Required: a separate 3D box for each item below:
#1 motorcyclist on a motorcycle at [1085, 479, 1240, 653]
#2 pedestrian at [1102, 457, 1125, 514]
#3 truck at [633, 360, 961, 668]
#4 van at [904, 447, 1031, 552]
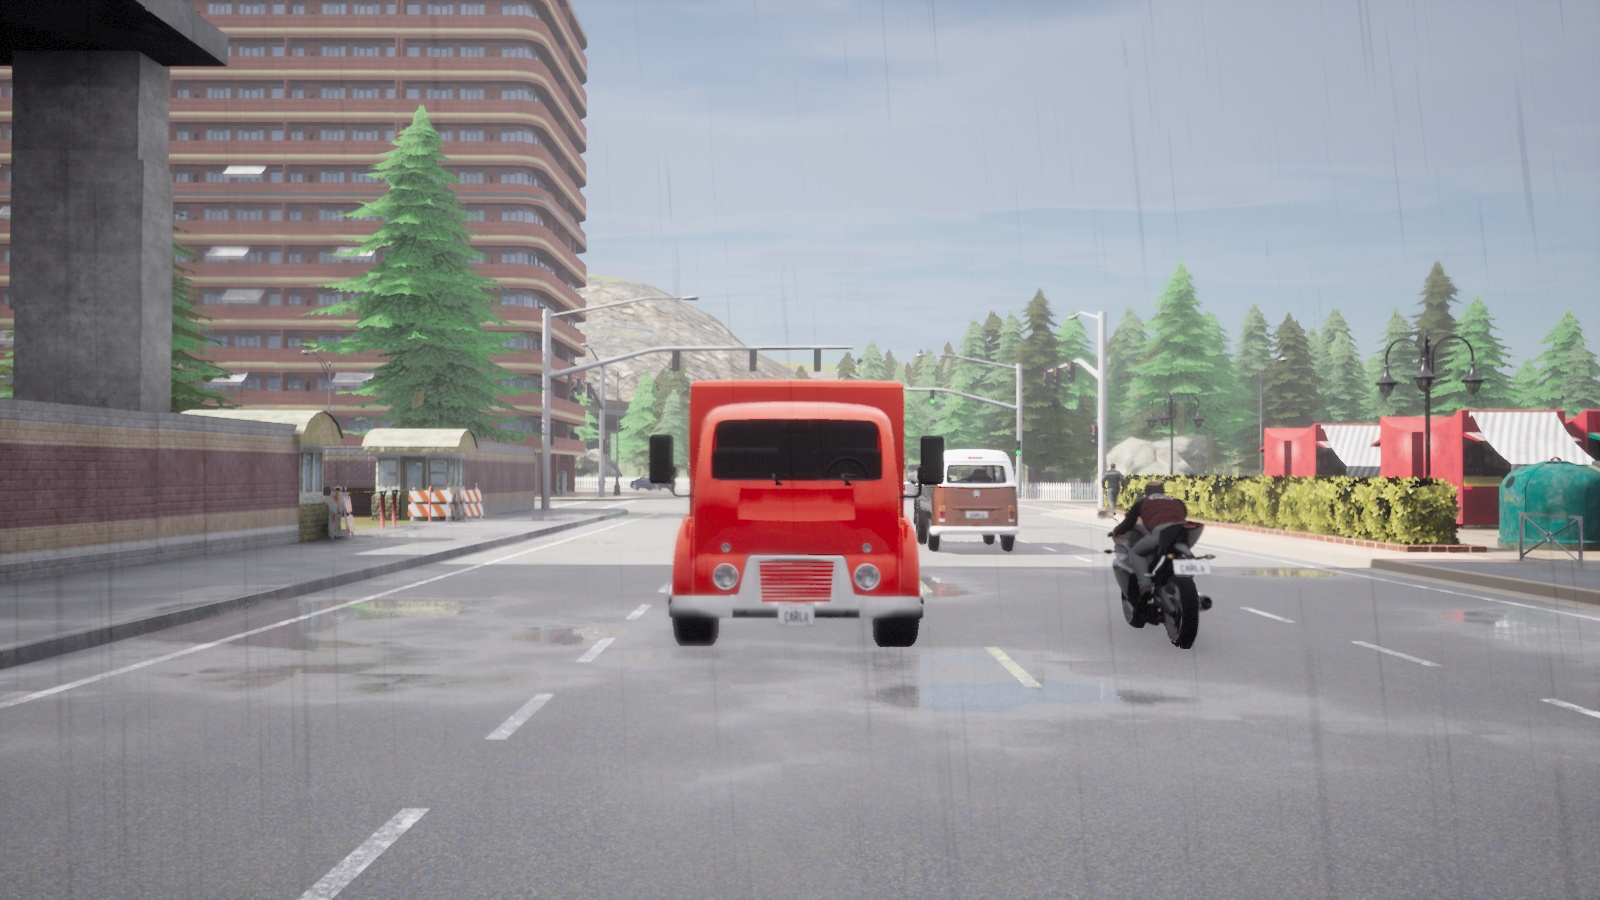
[{"bbox_3d":[3.471,1.056,12.264,0.866,1.530,2.191,0,-1,0],"label":"motorcyclist on a motorcycle"},{"bbox_3d":[10.327,1.166,41.350,0.563,1.883,0.849,0,-1,2],"label":"pedestrian"},{"bbox_3d":[-0.032,0.557,12.715,2.627,2.467,5.204,0,-1,0],"label":"truck"},{"bbox_3d":[3.437,1.001,26.605,2.069,2.038,4.480,0,-1,0],"label":"van"}]
